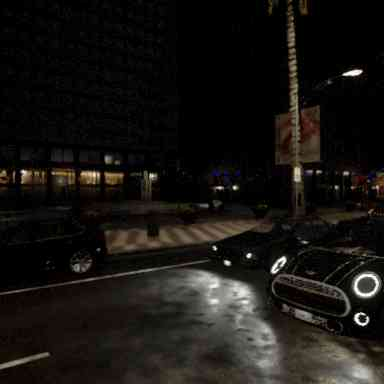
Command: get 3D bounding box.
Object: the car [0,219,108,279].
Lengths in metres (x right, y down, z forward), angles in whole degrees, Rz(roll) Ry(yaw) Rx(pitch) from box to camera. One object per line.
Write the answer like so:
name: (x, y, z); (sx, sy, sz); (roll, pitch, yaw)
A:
car: (-4.650, 1.506, 8.770); (4.786, 1.482, 2.161); (0, 0, -36)

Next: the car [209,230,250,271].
car: (3.125, 1.495, 10.426); (5.357, 1.411, 2.033); (0, 0, -35)

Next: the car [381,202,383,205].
car: (11.667, 1.360, 16.533); (5.008, 1.535, 1.882); (0, 0, -35)

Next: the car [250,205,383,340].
car: (3.566, 1.311, 6.463); (4.553, 1.767, 2.097); (-1, 0, -35)
